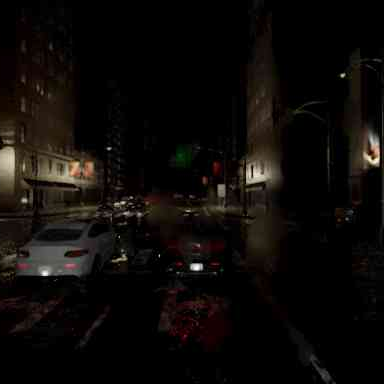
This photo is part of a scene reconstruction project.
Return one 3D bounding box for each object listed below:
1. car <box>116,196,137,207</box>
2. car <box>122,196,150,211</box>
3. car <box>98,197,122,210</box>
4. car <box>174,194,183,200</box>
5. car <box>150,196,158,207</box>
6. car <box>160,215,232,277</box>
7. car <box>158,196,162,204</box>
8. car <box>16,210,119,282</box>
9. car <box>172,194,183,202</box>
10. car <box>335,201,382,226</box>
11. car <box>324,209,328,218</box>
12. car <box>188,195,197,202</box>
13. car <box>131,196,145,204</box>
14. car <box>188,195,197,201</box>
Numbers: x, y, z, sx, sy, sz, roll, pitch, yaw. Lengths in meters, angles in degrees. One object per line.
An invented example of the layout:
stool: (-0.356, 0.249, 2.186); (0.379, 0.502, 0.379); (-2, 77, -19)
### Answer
car: (-9.731, 1.401, 49.759); (2.128, 1.511, 4.902); (0, 0, 1)
car: (-6.537, 1.436, 39.172); (1.837, 1.490, 4.892); (0, 0, 0)
car: (-9.782, 1.435, 39.630); (1.837, 1.490, 4.892); (0, 0, 0)
car: (-3.142, 1.147, 79.459); (1.882, 1.535, 5.008); (0, 0, 0)
car: (-6.497, 1.439, 48.196); (1.812, 1.442, 4.674); (0, 0, 1)
car: (0.111, 1.479, 10.188); (1.837, 1.490, 4.892); (0, 1, 0)
car: (-6.421, 1.439, 58.659); (2.033, 1.411, 5.357); (0, 0, 0)
car: (-3.335, 1.495, 9.591); (1.812, 1.442, 4.674); (0, 1, -3)
car: (-3.157, 1.378, 69.040); (2.128, 1.511, 4.902); (0, 0, 0)
car: (12.490, 1.386, 23.139); (4.553, 1.767, 2.097); (0, -1, 0)
car: (13.131, 1.550, 26.391); (5.008, 1.535, 1.882); (0, -1, 1)
car: (0.095, 1.391, 69.826); (2.128, 1.511, 4.902); (0, 0, 0)
car: (-9.669, 1.414, 59.973); (1.812, 1.442, 4.674); (0, 0, 0)
car: (0.108, 1.431, 79.900); (1.895, 1.301, 4.718); (0, 0, 0)
